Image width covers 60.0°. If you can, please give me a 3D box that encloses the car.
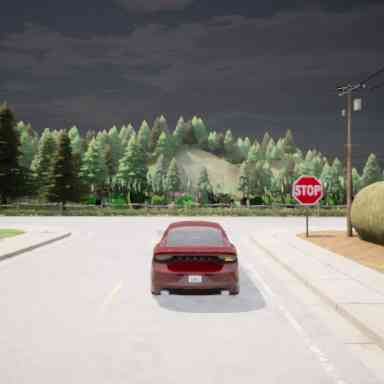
[{"bbox_3d":[0.073,1.478,8.725,1.882,1.535,5.008,0,0,0],"label":"car"}]
